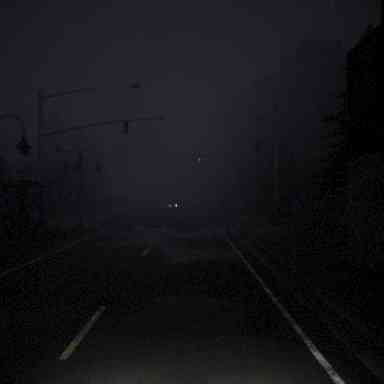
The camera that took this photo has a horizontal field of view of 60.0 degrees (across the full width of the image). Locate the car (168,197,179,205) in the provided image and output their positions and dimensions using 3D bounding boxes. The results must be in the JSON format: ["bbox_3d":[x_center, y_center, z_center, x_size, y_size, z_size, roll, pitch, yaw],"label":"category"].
[{"bbox_3d":[-3.526,1.755,63.864,2.033,1.411,5.357,0,0,0],"label":"car"}]
